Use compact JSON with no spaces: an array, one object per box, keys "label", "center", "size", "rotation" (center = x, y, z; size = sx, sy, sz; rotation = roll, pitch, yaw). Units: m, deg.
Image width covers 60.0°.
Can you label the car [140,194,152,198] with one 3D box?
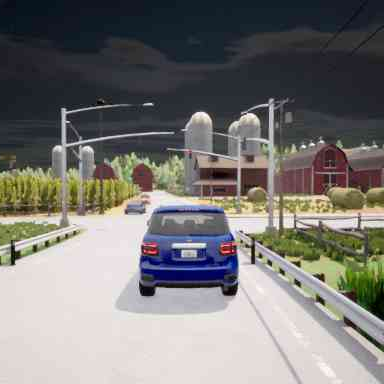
[{"label":"car","center":[-7.578,1.191,53.197],"size":[2.097,1.767,4.553],"rotation":[0,1,-7]}]

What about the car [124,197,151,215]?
[{"label":"car","center":[-5.934,1.644,35.567],"size":[1.812,1.442,4.674],"rotation":[0,1,0]}]

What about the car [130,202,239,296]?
[{"label":"car","center":[-0.106,1.367,9.096],"size":[2.150,2.045,5.566],"rotation":[0,-2,-1]}]

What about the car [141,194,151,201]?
[{"label":"car","center":[-9.475,1.143,68.680],"size":[1.994,1.385,4.181],"rotation":[0,1,-7]}]
